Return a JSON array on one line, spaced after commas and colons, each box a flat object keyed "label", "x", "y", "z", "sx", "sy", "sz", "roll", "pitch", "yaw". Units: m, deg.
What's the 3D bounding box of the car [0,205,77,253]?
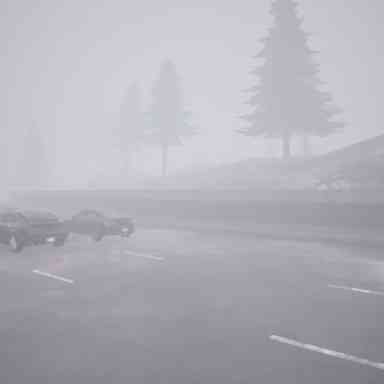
[{"label": "car", "x": -7.049, "y": 1.514, "z": 13.860, "sx": 4.892, "sy": 1.490, "sz": 1.837, "roll": 0, "pitch": 0, "yaw": 41}]

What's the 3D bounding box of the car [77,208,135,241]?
[{"label": "car", "x": -4.769, "y": 1.530, "z": 16.516, "sx": 4.674, "sy": 1.442, "sz": 1.812, "roll": 0, "pitch": 0, "yaw": 41}]

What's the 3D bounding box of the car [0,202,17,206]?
[{"label": "car", "x": -14.474, "y": 1.531, "z": 25.741, "sx": 1.812, "sy": 1.442, "sz": 4.674, "roll": 0, "pitch": 0, "yaw": -44}]
